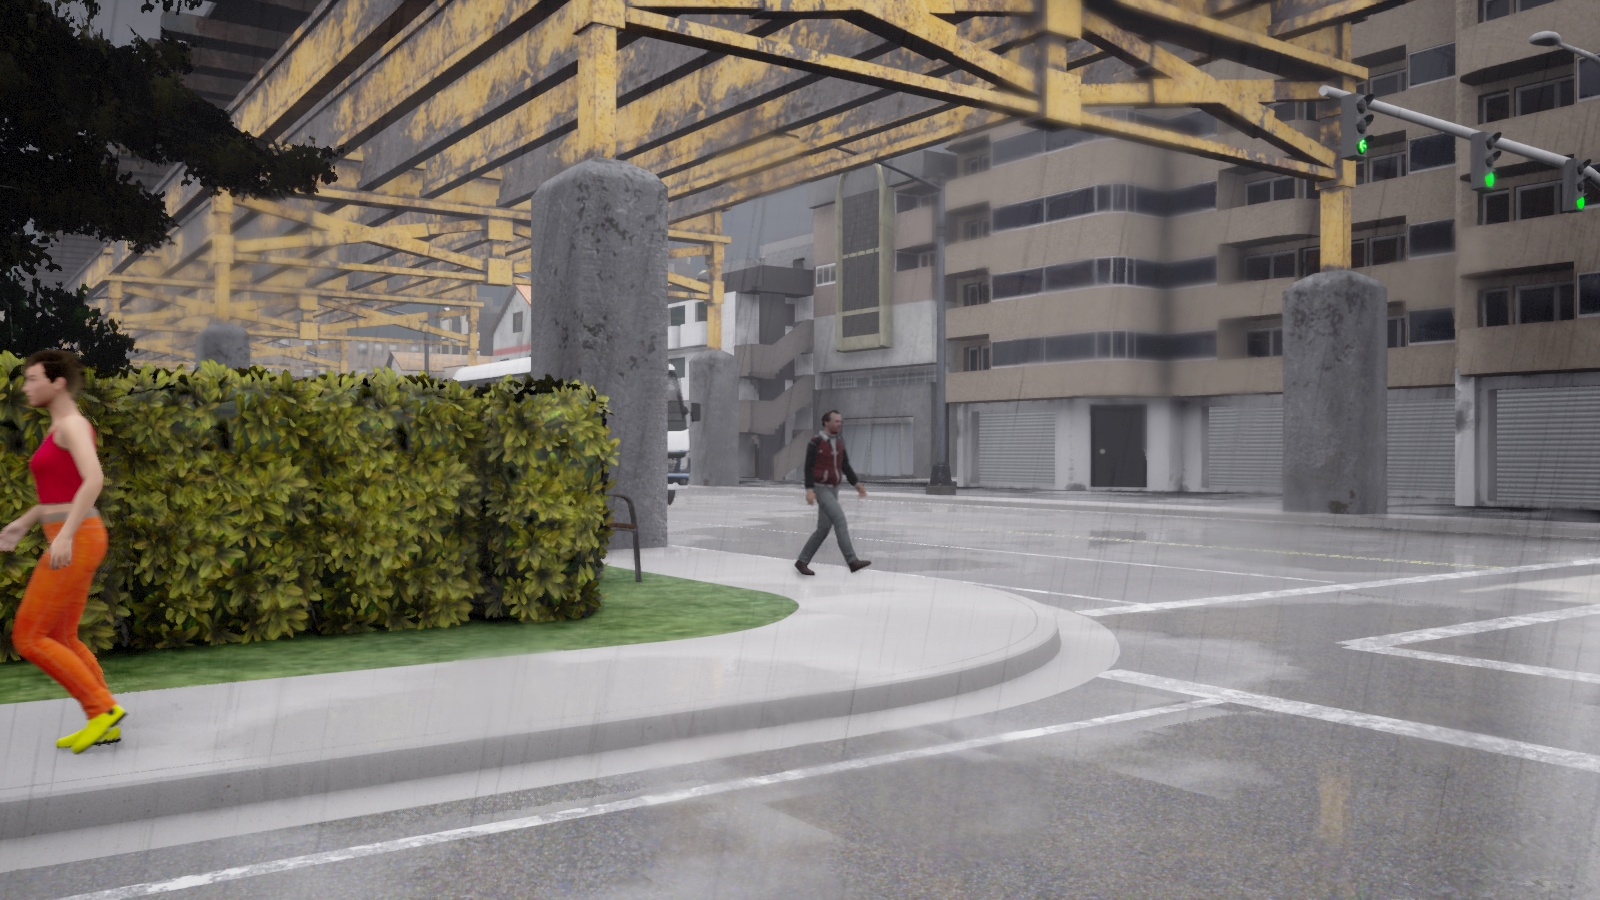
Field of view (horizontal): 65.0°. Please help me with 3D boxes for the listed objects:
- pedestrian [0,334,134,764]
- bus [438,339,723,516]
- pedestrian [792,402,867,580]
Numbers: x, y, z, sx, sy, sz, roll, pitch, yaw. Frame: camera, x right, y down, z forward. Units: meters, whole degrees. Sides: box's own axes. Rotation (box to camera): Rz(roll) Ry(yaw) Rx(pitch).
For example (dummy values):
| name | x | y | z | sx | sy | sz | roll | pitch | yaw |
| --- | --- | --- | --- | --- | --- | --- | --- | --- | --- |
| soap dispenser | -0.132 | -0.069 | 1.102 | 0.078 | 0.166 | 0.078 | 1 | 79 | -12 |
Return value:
| name | x | y | z | sx | sy | sz | roll | pitch | yaw |
| --- | --- | --- | --- | --- | --- | --- | --- | --- | --- |
| pedestrian | -3.325 | 0.423 | 5.619 | 0.594 | 1.836 | 0.345 | 0 | 0 | -30 |
| bus | -6.567 | -0.531 | 35.614 | 3.944 | 4.253 | 10.273 | 0 | 0 | -35 |
| pedestrian | 0.316 | 0.428 | 13.452 | 0.720 | 1.854 | 0.376 | 0 | 0 | 39 |
